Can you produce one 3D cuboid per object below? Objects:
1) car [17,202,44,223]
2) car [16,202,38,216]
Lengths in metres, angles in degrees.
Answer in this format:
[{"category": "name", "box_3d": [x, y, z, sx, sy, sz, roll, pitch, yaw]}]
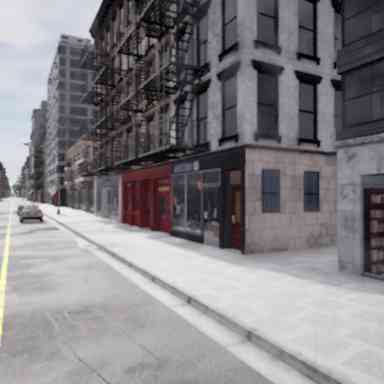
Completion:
[{"category": "car", "box_3d": [-14.194, 1.872, 29.336, 2.033, 1.411, 5.357, 1, -1, -28]}, {"category": "car", "box_3d": [-19.290, 1.915, 38.813, 2.128, 1.511, 4.902, 1, -1, -28]}]
